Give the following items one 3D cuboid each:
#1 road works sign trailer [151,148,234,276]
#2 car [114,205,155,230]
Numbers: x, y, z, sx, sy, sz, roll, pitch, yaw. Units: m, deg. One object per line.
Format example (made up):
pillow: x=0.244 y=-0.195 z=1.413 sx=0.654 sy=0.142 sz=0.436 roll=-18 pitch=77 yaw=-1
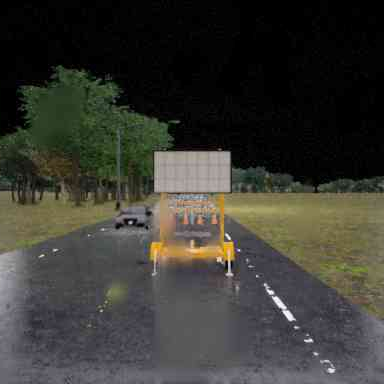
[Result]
road works sign trailer: x=0.011 y=0.445 z=10.301 sx=2.380 sy=3.560 sz=2.880 roll=0 pitch=0 yaw=0
car: x=-3.446 y=1.513 z=20.641 sx=1.994 sy=1.385 sz=4.181 roll=0 pitch=0 yaw=0
